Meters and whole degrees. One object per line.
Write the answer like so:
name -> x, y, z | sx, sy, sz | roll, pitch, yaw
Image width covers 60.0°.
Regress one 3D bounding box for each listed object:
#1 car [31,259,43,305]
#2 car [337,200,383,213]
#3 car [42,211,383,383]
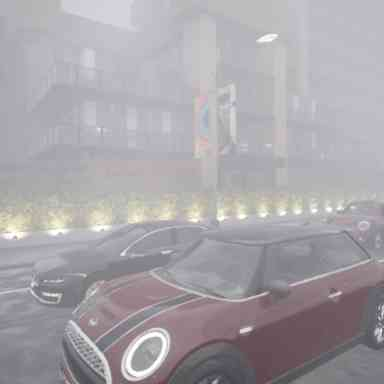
car -> -0.973, 1.444, 7.577 | 4.892, 1.490, 1.837 | -1, 0, -35
car -> 7.005, 1.122, 13.168 | 4.553, 1.767, 2.097 | -1, 1, -35
car -> 0.696, 1.298, 4.470 | 4.553, 1.767, 2.097 | -1, 1, -35
